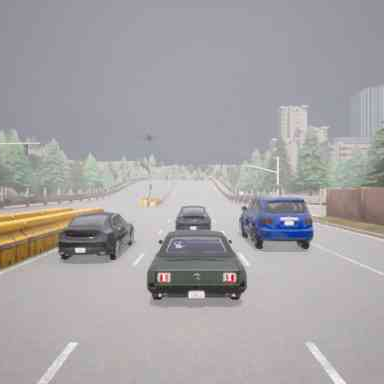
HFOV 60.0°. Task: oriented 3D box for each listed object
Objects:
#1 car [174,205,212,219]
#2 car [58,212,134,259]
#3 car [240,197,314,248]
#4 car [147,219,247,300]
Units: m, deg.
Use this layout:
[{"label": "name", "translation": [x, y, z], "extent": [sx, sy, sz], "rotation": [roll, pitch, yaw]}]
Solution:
[{"label": "car", "translation": [0.065, 1.505, 18.585], "extent": [1.837, 1.490, 4.892], "rotation": [0, 0, 0]}, {"label": "car", "translation": [-3.424, 1.507, 12.598], "extent": [1.837, 1.490, 4.892], "rotation": [0, 1, 0]}, {"label": "car", "translation": [3.560, 1.223, 14.869], "extent": [2.150, 2.045, 5.566], "rotation": [0, 0, 0]}, {"label": "car", "translation": [0.085, 1.601, 8.348], "extent": [1.895, 1.301, 4.718], "rotation": [0, 0, 0]}]
